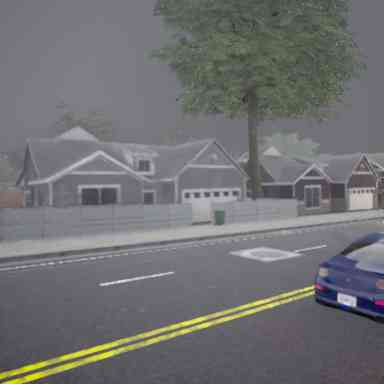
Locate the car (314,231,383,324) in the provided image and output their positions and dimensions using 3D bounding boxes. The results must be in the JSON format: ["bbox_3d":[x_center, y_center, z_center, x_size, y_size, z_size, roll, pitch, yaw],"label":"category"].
[{"bbox_3d":[4.269,1.486,6.485,4.674,1.442,1.812,-1,0,-36],"label":"car"}]
